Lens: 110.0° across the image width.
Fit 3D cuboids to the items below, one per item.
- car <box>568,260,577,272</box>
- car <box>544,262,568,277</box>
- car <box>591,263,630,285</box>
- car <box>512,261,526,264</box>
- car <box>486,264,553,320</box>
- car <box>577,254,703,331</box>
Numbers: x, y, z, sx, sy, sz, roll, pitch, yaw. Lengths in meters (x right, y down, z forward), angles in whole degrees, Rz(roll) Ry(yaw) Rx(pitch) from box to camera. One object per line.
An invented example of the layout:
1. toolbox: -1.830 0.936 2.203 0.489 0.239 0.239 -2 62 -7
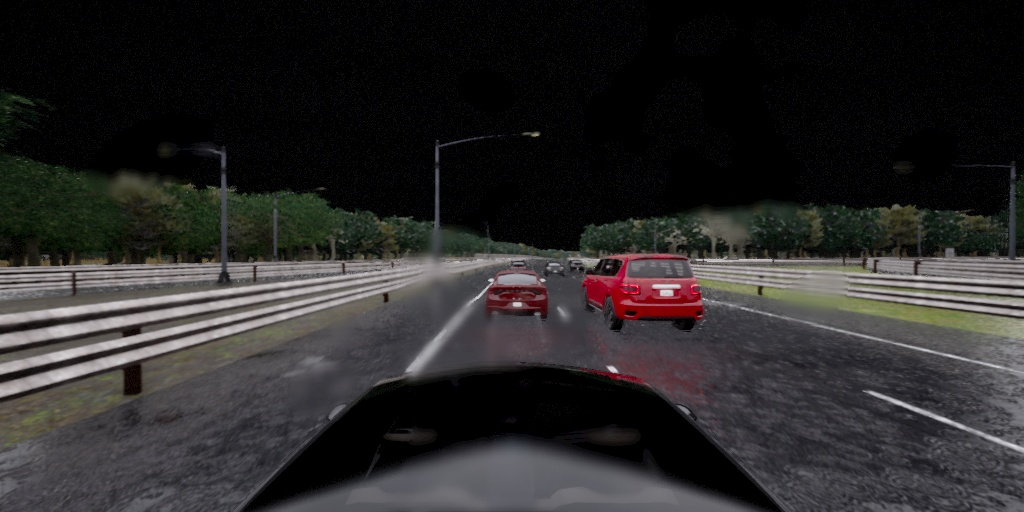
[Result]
1. car: 8.030 1.268 45.652 1.837 1.490 4.892 0 0 3
2. car: 4.177 1.281 36.175 1.812 1.442 4.674 0 0 2
3. car: 7.372 1.280 27.250 1.812 1.442 4.674 0 0 2
4. car: 0.693 1.257 36.737 1.837 1.490 4.892 0 0 2
5. car: 0.175 1.226 12.637 1.882 1.535 5.008 0 0 1
6. car: 3.657 0.970 11.104 2.150 2.045 5.566 0 0 1
